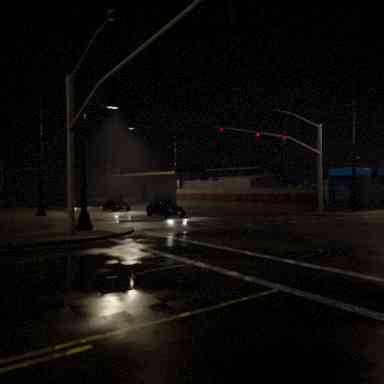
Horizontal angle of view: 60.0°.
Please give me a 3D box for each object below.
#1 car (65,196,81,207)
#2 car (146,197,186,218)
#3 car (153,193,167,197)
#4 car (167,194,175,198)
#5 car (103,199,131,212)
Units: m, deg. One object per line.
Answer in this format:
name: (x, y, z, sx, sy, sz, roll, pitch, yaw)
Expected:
car: (-17.354, 1.342, 49.741, 2.097, 1.767, 4.553, -1, 0, -36)
car: (-2.450, 1.483, 29.643, 1.812, 1.442, 4.674, -1, 0, -37)
car: (-6.525, 1.014, 75.172, 4.611, 1.667, 2.242, -1, 0, -35)
car: (-2.555, 1.159, 70.950, 3.806, 1.475, 1.970, -1, 0, -35)
car: (-8.688, 1.497, 38.046, 1.812, 1.442, 4.674, -1, 0, -36)
